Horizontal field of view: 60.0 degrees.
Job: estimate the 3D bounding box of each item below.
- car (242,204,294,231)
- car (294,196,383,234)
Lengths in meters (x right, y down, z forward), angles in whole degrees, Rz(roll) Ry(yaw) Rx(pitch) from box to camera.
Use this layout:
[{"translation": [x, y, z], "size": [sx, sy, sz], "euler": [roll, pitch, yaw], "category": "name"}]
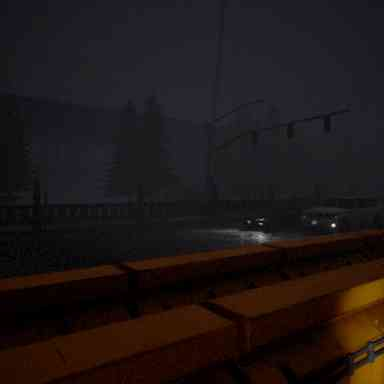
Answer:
[{"translation": [5.264, 1.507, 20.613], "size": [4.892, 1.490, 1.837], "euler": [1, 0, -35], "category": "car"}, {"translation": [8.507, 1.223, 18.624], "size": [5.566, 2.045, 2.150], "euler": [0, 0, -35], "category": "car"}]
